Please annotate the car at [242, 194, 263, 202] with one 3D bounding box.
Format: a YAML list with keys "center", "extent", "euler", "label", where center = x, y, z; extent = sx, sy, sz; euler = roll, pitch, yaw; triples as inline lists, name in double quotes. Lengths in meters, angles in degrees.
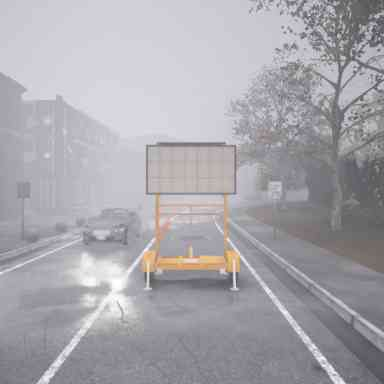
- center: [12.541, 1.223, 69.111]
  extent: [4.902, 1.511, 2.128]
  euler: [-1, 0, -36]
  label: "car"

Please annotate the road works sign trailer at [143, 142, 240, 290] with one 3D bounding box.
- center: [-0.022, 0.467, 9.028]
  extent: [2.380, 3.560, 2.880]
  euler: [0, 0, 0]
  label: "road works sign trailer"

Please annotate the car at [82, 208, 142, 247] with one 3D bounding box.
- center: [-3.478, 1.496, 15.230]
  extent: [2.128, 1.511, 4.902]
  euler: [0, 0, 0]
  label: "car"
